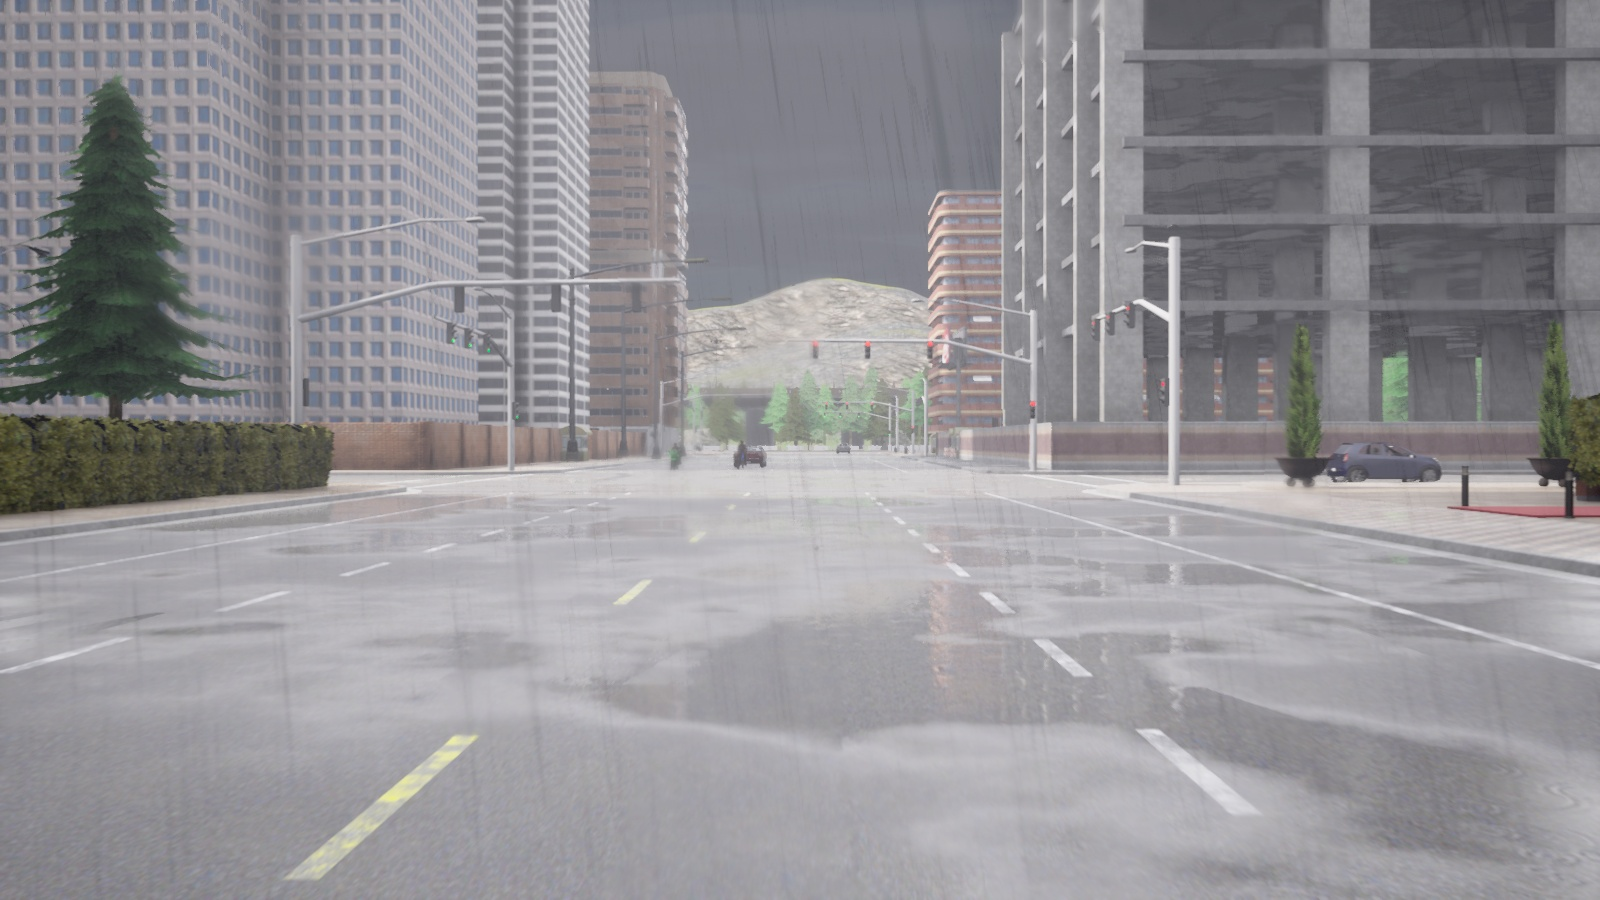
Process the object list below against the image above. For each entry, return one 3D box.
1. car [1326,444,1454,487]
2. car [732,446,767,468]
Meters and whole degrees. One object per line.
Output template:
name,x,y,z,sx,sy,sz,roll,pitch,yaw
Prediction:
car,20.798,0.527,44.373,3.633,1.501,1.845,0,0,1
car,-3.082,0.406,77.732,1.895,1.301,4.718,0,0,1
